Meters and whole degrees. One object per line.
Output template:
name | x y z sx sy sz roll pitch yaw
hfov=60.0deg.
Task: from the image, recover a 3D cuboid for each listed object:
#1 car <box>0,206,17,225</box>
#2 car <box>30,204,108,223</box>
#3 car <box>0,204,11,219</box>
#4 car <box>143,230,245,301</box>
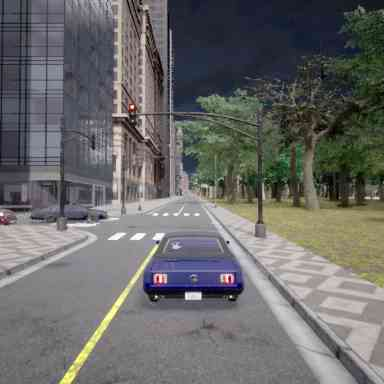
car | -13.497 1.372 21.296 4.097 1.590 1.967 0 -2 -1
car | -9.034 1.570 24.790 5.357 1.411 2.033 0 -1 -11
car | -18.944 1.727 29.819 4.313 1.339 1.947 0 -1 0
car | 0.020 1.607 8.278 1.895 1.301 4.718 0 0 0
